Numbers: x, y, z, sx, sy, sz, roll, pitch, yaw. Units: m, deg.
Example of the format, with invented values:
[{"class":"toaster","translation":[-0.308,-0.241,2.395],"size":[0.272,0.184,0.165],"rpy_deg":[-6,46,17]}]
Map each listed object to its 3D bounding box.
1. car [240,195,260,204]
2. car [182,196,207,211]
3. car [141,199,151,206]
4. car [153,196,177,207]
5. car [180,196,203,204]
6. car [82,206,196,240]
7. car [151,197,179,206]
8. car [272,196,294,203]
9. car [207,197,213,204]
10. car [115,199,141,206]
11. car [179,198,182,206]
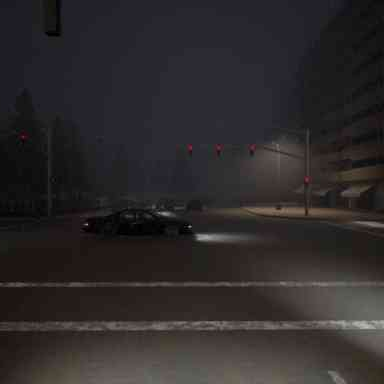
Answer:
[{"class":"car","translation":[11.596,1.348,66.110],"size":[2.097,1.767,4.553],"rpy_deg":[0,0,44]},{"class":"car","translation":[0.390,1.489,41.253],"size":[2.128,1.511,4.902],"rpy_deg":[0,0,4]},{"class":"car","translation":[-6.407,1.598,44.083],"size":[1.895,1.301,4.718],"rpy_deg":[0,0,6]},{"class":"car","translation":[-4.280,1.489,53.926],"size":[2.128,1.511,4.902],"rpy_deg":[0,0,20]},{"class":"car","translation":[-0.023,1.488,63.087],"size":[2.128,1.511,4.902],"rpy_deg":[0,0,32]},{"class":"car","translation":[-2.629,1.569,16.663],"size":[5.357,1.411,2.033],"rpy_deg":[0,0,0]},{"class":"car","translation":[-3.217,1.489,40.587],"size":[2.128,1.511,4.902],"rpy_deg":[0,0,4]},{"class":"car","translation":[18.506,1.474,67.505],"size":[5.008,1.535,1.882],"rpy_deg":[0,0,-33]},{"class":"car","translation":[1.991,1.598,59.544],"size":[1.895,1.301,4.718],"rpy_deg":[0,0,31]},{"class":"car","translation":[-6.952,1.524,35.004],"size":[1.812,1.442,4.674],"rpy_deg":[0,0,2]},{"class":"car","translation":[-1.902,1.545,50.317],"size":[2.033,1.411,5.357],"rpy_deg":[0,0,15]}]
